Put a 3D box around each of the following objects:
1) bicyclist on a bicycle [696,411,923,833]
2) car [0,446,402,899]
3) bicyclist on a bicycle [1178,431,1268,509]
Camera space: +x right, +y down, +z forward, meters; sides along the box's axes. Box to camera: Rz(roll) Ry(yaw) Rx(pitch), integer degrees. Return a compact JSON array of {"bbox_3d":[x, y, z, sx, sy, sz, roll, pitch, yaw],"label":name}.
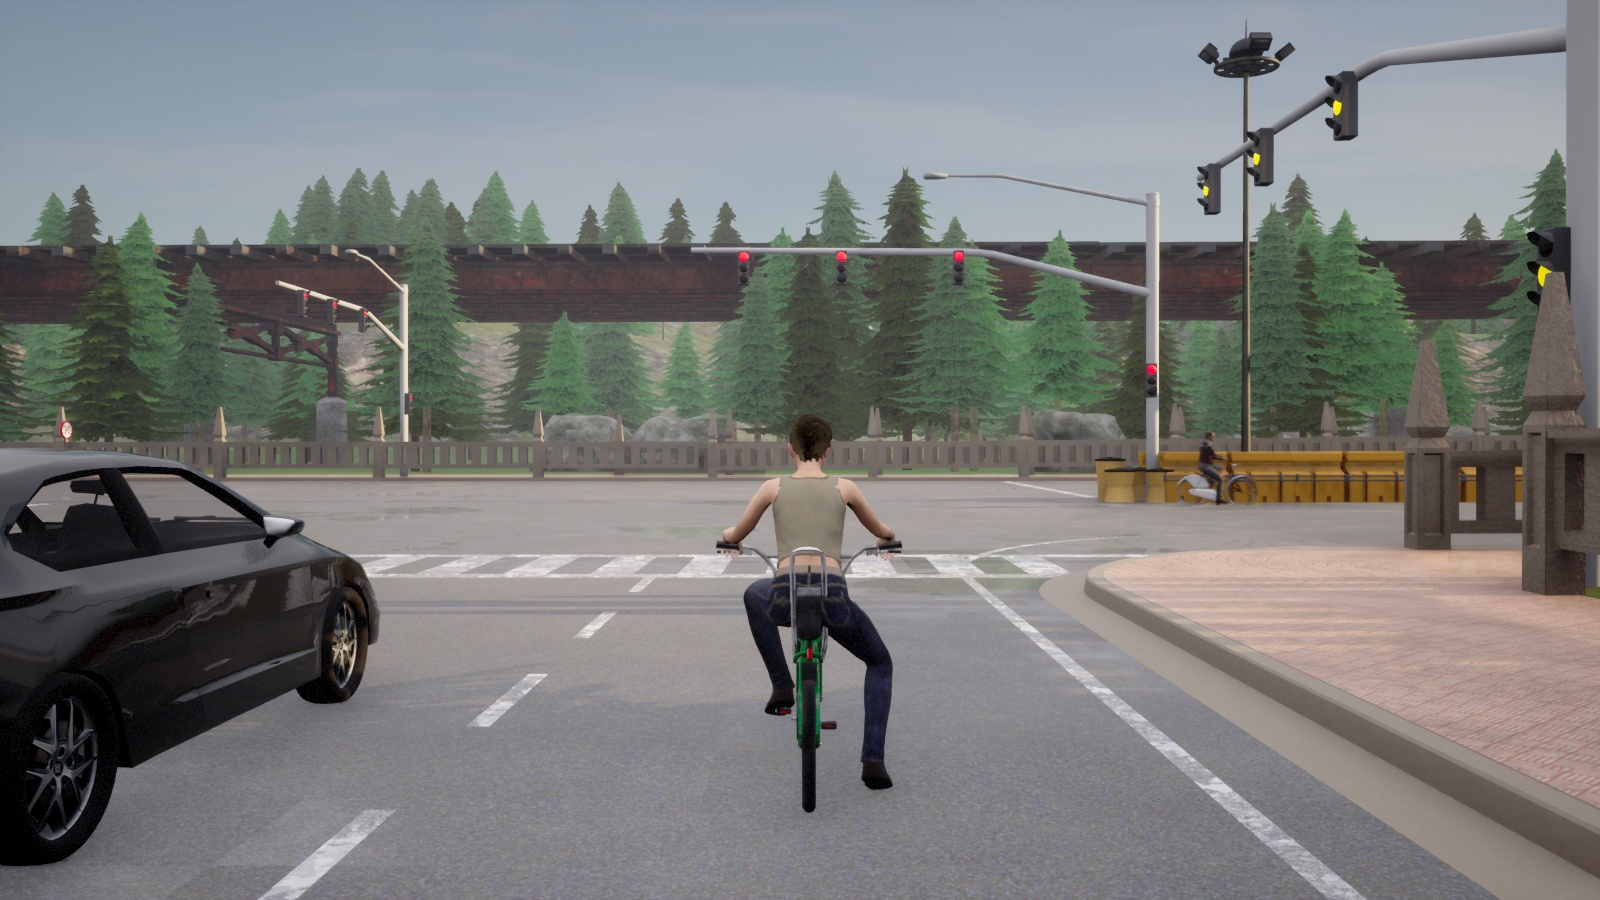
[{"bbox_3d":[0.040,0.652,5.554,0.866,1.612,1.509,0,0,0],"label":"bicyclist on a bicycle"},{"bbox_3d":[-3.453,0.724,5.914,1.816,1.474,4.193,0,0,0],"label":"car"},{"bbox_3d":[9.760,0.461,29.013,1.843,1.776,0.659,0,0,1],"label":"bicyclist on a bicycle"}]
